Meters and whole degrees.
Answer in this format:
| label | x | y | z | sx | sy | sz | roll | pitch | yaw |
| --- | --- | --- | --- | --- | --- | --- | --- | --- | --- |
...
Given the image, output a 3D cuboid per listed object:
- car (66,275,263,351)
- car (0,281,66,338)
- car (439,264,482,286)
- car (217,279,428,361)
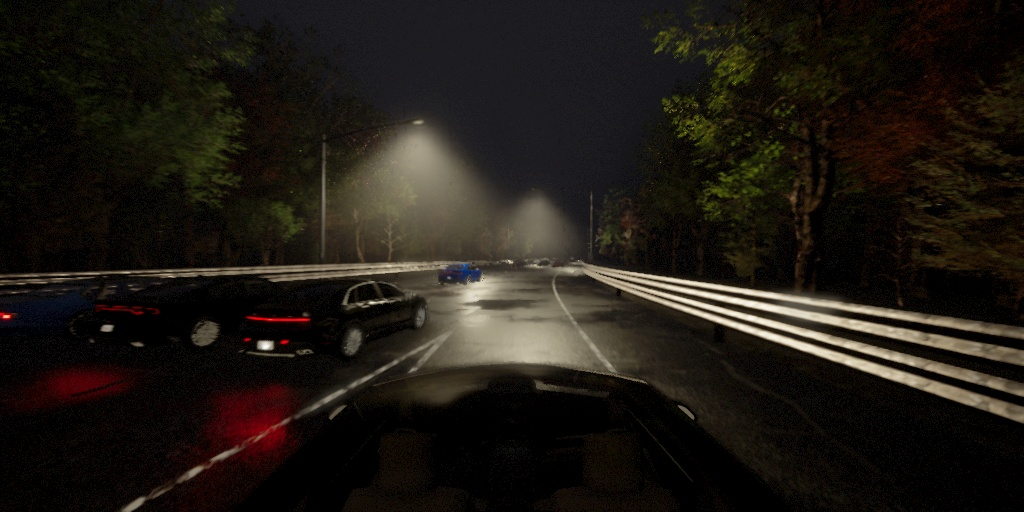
| label | x | y | z | sx | sy | sz | roll | pitch | yaw |
| --- | --- | --- | --- | --- | --- | --- | --- | --- | --- |
| car | -7.072 | 1.214 | 9.134 | 1.882 | 1.535 | 5.008 | 0 | 0 | 12 |
| car | -10.502 | 1.256 | 9.833 | 2.033 | 1.411 | 5.357 | 0 | 0 | 12 |
| car | -3.603 | 1.292 | 25.848 | 1.882 | 1.535 | 5.008 | 0 | 0 | 12 |
| car | -3.654 | 1.267 | 8.405 | 1.837 | 1.490 | 4.892 | 0 | 0 | 12 |
